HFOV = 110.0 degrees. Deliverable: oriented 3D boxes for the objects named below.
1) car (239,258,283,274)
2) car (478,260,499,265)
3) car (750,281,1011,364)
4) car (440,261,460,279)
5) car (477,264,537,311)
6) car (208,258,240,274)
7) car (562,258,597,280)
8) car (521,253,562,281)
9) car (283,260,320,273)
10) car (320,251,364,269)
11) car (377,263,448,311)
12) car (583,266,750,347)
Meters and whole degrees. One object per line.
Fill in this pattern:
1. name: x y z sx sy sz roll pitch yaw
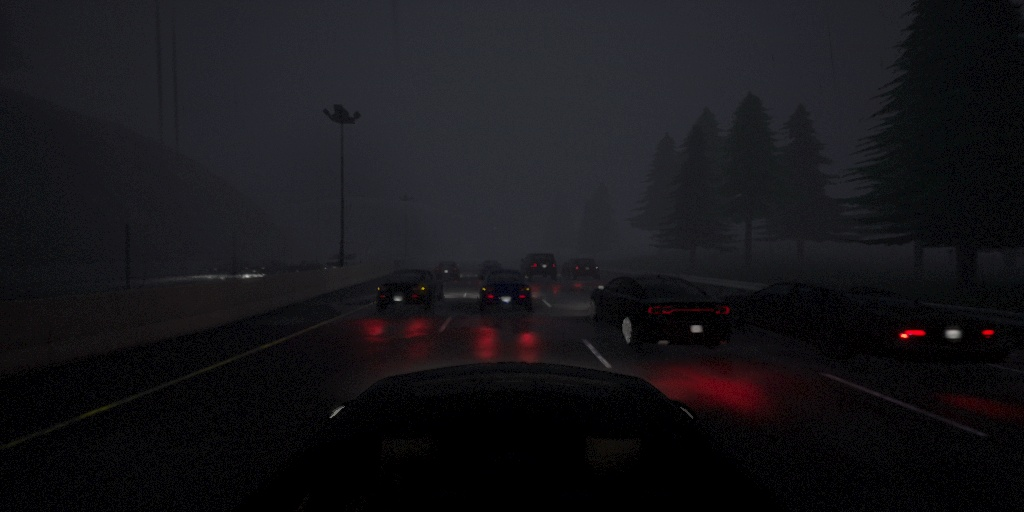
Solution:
1. car: -24.045 1.012 35.446 2.033 1.411 5.357 0 0 -10
2. car: -1.779 1.079 29.725 1.812 1.442 4.674 0 0 -8
3. car: 6.933 1.268 8.183 2.033 1.411 5.357 0 0 -1
4. car: -5.211 1.114 29.028 1.994 1.385 4.181 0 0 -7
5. car: -0.300 1.192 13.807 1.812 1.442 4.674 0 0 -3
6. car: -27.593 0.949 35.293 2.128 1.511 4.902 0 0 -10
7. car: 5.379 0.926 28.910 2.097 1.767 4.553 0 0 -7
8. car: 1.999 0.794 27.975 2.150 2.045 5.566 0 0 -7
9. car: -20.594 1.069 35.978 1.895 1.301 4.718 0 0 -10
10. car: -17.127 0.694 36.475 2.150 2.045 5.566 0 0 -10
11. car: -3.807 1.183 13.882 1.812 1.442 4.674 0 0 -3
12. car: 3.387 1.183 9.181 1.882 1.535 5.008 0 1 -2
